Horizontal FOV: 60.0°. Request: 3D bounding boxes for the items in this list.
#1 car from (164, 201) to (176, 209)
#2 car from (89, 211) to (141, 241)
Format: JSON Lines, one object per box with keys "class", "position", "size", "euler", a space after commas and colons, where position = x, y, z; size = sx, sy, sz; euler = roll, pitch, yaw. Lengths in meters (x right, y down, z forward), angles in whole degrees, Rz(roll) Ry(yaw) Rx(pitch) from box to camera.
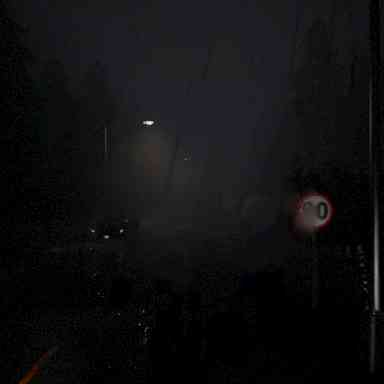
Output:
{"class": "car", "position": [-3.935, 2.377, 60.442], "size": [2.033, 1.411, 5.357], "euler": [0, -1, 0]}
{"class": "car", "position": [-4.090, 1.805, 18.598], "size": [2.033, 1.411, 5.357], "euler": [0, -1, 0]}
